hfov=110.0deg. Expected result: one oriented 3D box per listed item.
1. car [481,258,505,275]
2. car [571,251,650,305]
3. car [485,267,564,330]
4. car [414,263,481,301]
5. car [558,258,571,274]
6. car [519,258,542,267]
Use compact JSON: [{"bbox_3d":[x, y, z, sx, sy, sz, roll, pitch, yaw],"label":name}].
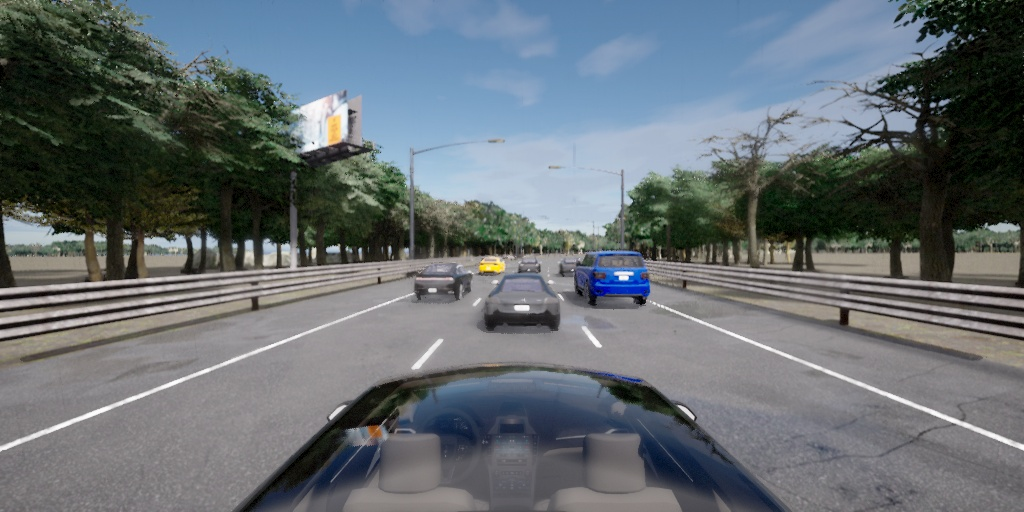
[{"bbox_3d":[-1.783,0.883,33.065,1.882,1.535,5.008,0,1,5],"label":"car"},{"bbox_3d":[4.009,0.824,15.124,2.150,2.045,5.566,0,1,3],"label":"car"},{"bbox_3d":[0.325,1.213,10.757,1.994,1.385,4.181,0,1,2],"label":"car"},{"bbox_3d":[-2.939,1.079,16.224,2.128,1.511,4.902,0,1,3],"label":"car"},{"bbox_3d":[5.079,0.919,31.188,2.128,1.511,4.902,0,1,5],"label":"car"},{"bbox_3d":[1.581,0.916,31.346,2.128,1.511,4.902,0,1,5],"label":"car"}]
